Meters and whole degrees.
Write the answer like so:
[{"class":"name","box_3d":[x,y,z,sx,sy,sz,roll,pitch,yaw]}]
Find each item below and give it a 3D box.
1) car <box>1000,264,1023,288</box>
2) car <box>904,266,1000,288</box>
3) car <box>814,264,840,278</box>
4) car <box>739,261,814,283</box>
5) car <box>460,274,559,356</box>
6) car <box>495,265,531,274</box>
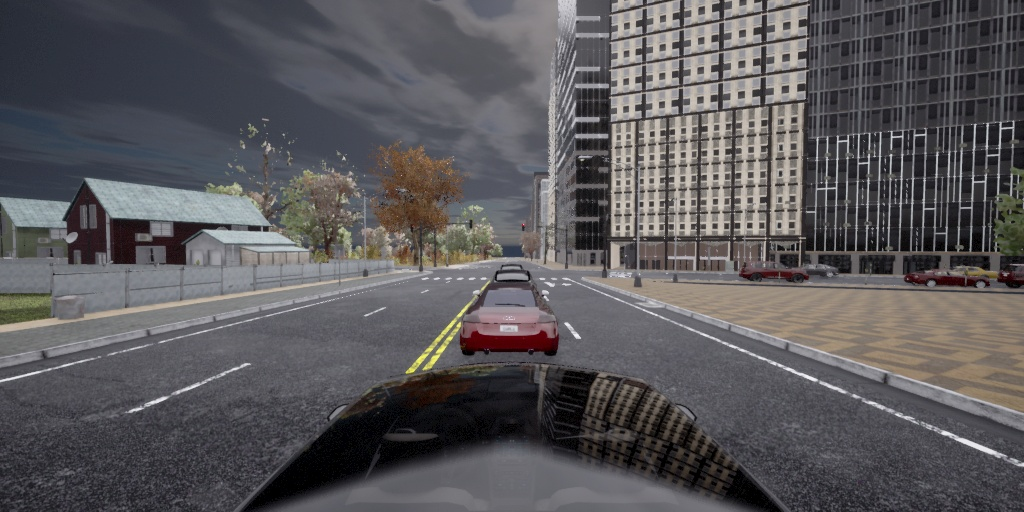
[{"class":"car","box_3d":[38.956,1.530,25.885,5.009,1.841,2.192,0,0,20]},{"class":"car","box_3d":[33.630,1.715,27.828,4.507,1.381,1.888,0,0,20]},{"class":"car","box_3d":[31.007,1.469,37.171,4.403,1.370,2.007,0,0,20]},{"class":"car","box_3d":[22.980,1.394,31.714,5.009,1.841,2.192,0,0,20]},{"class":"car","box_3d":[-0.032,1.311,8.642,1.994,1.385,4.181,0,0,1]},{"class":"car","box_3d":[0.030,1.251,14.027,1.837,1.490,4.892,0,0,0]}]
